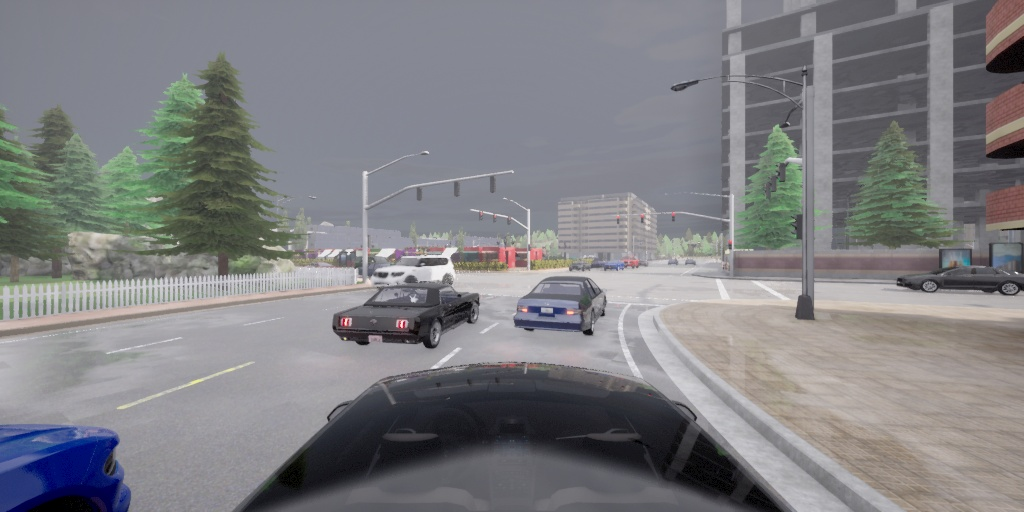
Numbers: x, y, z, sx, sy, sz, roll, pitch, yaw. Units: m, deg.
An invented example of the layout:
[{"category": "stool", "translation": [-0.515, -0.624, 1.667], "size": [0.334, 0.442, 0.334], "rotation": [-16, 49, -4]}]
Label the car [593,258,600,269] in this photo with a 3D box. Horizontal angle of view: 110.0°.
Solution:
[{"category": "car", "translation": [13.433, 1.350, 55.018], "size": [1.895, 1.301, 4.718], "rotation": [0, 0, 30]}]

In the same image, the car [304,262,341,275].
[{"category": "car", "translation": [-20.102, 1.331, 37.834], "size": [4.674, 1.442, 1.812], "rotation": [0, 0, 30]}]

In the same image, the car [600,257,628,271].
[{"category": "car", "translation": [13.998, 1.227, 48.949], "size": [1.882, 1.535, 5.008], "rotation": [0, 0, 30]}]

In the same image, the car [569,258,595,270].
[{"category": "car", "translation": [8.992, 1.314, 47.230], "size": [1.994, 1.385, 4.181], "rotation": [0, 0, 30]}]

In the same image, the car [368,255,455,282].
[{"category": "car", "translation": [-5.595, 0.974, 21.195], "size": [2.150, 2.045, 5.566], "rotation": [0, 0, 26]}]

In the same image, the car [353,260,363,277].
[{"category": "car", "translation": [-12.063, 1.353, 33.165], "size": [5.357, 1.411, 2.033], "rotation": [0, 0, 31]}]

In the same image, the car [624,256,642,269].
[{"category": "car", "translation": [18.786, 0.972, 57.318], "size": [2.150, 2.045, 5.566], "rotation": [0, 0, 30]}]

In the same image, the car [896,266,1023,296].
[{"category": "car", "translation": [25.018, 1.310, 20.027], "size": [4.892, 1.490, 1.837], "rotation": [0, 0, 30]}]

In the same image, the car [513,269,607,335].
[{"category": "car", "translation": [1.666, 1.297, 10.612], "size": [2.033, 1.411, 5.357], "rotation": [0, 0, 20]}]

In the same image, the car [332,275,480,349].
[{"category": "car", "translation": [-2.268, 1.351, 9.251], "size": [1.895, 1.301, 4.718], "rotation": [0, 0, 11]}]

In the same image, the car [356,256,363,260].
[{"category": "car", "translation": [-14.709, 1.027, 38.756], "size": [5.566, 2.045, 2.150], "rotation": [0, 0, 30]}]
